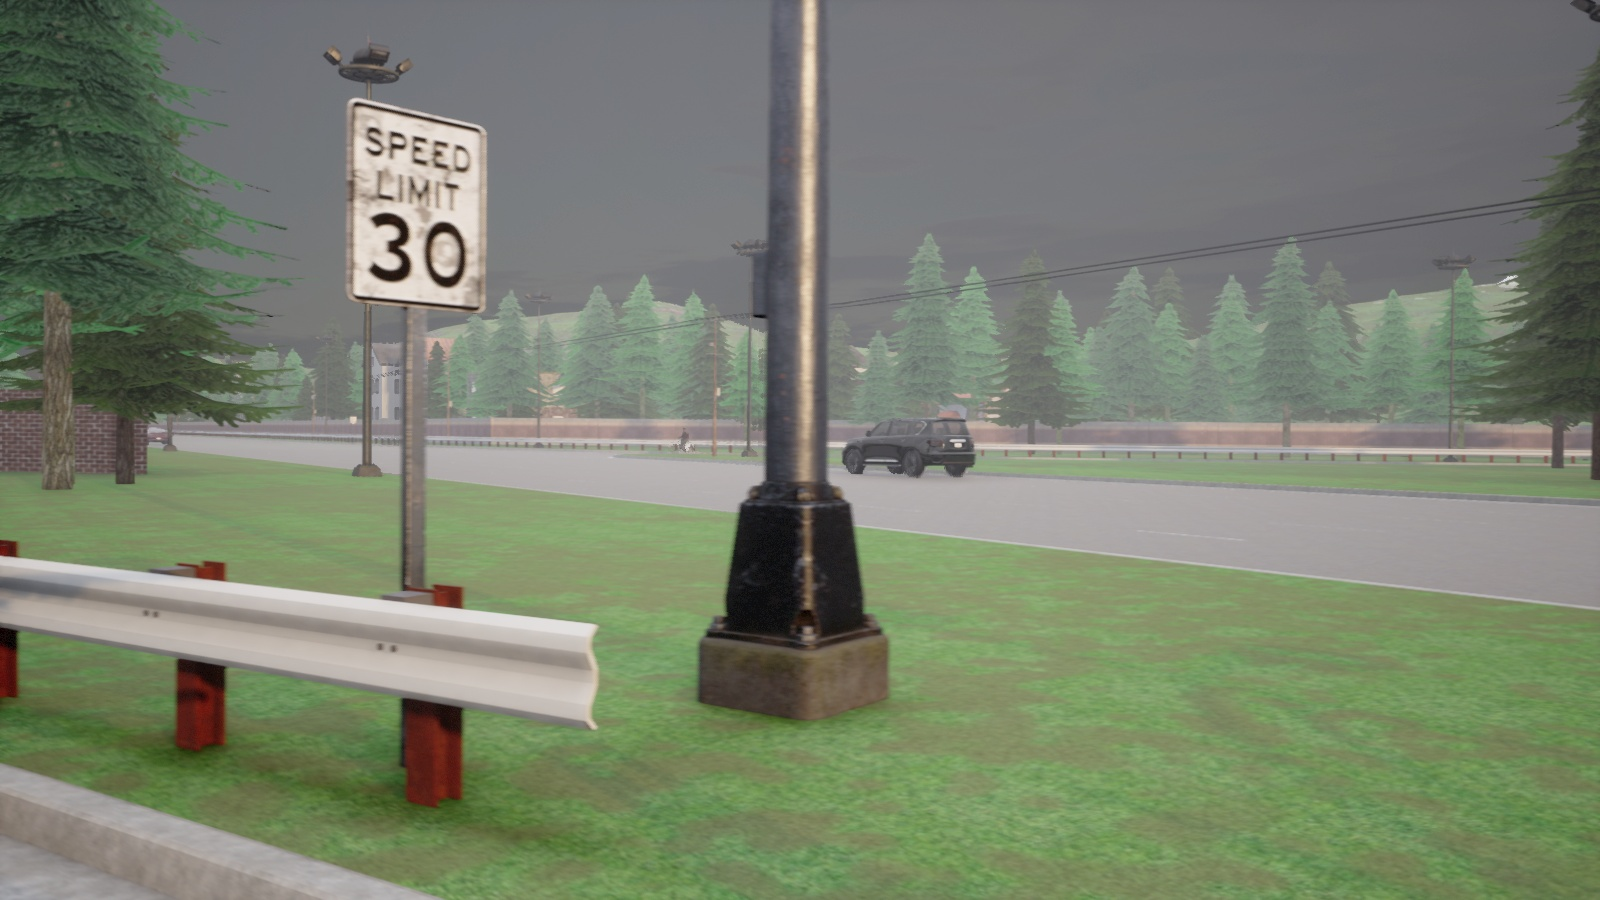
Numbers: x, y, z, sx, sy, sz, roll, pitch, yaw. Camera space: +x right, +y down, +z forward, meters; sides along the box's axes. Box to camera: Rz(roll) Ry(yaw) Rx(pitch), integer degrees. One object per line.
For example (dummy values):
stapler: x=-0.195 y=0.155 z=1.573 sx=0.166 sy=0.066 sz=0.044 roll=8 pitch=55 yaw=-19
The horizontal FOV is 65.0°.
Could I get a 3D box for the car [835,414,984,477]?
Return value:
car: x=3.728 y=-0.183 z=43.833 sx=2.150 sy=2.045 sz=5.566 roll=-1 pitch=1 yaw=-34
